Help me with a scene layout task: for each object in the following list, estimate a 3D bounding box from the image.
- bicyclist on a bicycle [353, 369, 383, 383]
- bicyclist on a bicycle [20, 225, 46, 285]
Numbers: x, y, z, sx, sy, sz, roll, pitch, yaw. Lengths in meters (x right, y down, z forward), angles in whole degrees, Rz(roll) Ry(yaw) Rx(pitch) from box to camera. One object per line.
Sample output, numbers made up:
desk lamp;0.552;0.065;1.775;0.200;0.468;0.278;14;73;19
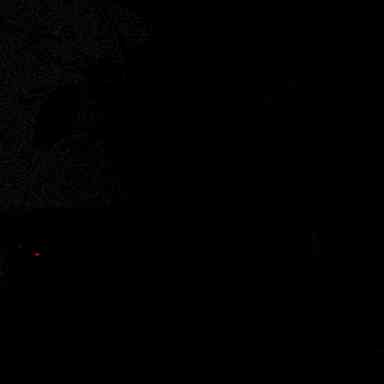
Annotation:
bicyclist on a bicycle;2.276;1.615;3.139;1.509;1.612;0.866;-2;-4;44
bicyclist on a bicycle;-4.608;1.795;9.619;1.656;1.620;0.582;-2;-4;43
